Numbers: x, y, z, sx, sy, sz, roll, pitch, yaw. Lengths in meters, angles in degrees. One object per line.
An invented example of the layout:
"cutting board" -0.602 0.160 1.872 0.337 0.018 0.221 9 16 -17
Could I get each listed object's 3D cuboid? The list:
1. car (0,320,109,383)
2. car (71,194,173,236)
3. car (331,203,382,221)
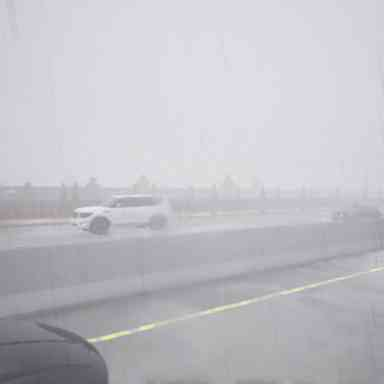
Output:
"car" -2.863 1.462 1.581 5.008 1.535 1.882 0 0 -37
"car" -3.694 1.152 18.377 5.566 2.045 2.150 0 0 -34
"car" 12.400 1.524 25.043 4.181 1.385 1.994 0 0 -34
